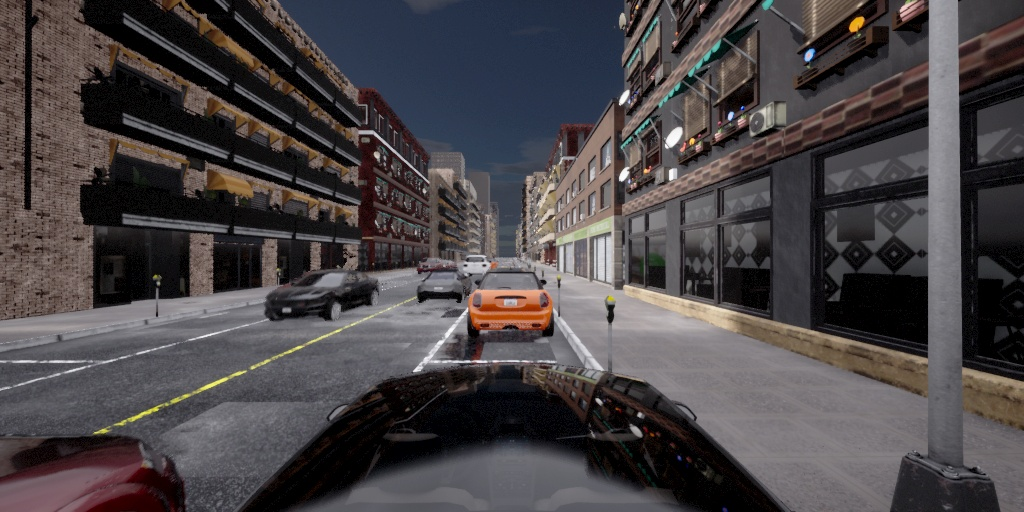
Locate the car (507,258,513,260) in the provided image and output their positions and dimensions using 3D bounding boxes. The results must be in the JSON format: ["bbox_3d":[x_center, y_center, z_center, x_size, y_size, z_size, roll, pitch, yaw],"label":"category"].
[{"bbox_3d":[-0.456,1.275,39.173,1.751,1.417,4.829,0,0,0],"label":"car"}]

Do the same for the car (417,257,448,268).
[{"bbox_3d":[-8.837,1.064,39.007,2.192,1.841,5.009,0,0,0],"label":"car"}]

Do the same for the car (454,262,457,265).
[{"bbox_3d":[-8.837,1.293,50.280,1.888,1.381,4.507,0,0,0],"label":"car"}]

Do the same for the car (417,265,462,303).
[{"bbox_3d":[-3.045,1.314,16.855,1.994,1.385,4.181,0,0,0],"label":"car"}]

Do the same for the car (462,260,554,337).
[{"bbox_3d":[-0.032,1.103,10.469,2.097,1.767,4.553,0,0,0],"label":"car"}]

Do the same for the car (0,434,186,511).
[{"bbox_3d":[-3.045,1.314,0.500,1.994,1.385,4.181,0,0,0],"label":"car"}]

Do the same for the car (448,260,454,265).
[{"bbox_3d":[-8.837,1.188,44.643,1.967,1.591,4.097,0,0,0],"label":"car"}]

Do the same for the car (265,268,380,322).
[{"bbox_3d":[-6.245,1.228,12.439,1.882,1.535,5.008,0,0,0],"label":"car"}]

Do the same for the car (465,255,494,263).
[{"bbox_3d":[-3.136,0.971,33.059,2.150,2.045,5.566,0,0,0],"label":"car"}]
